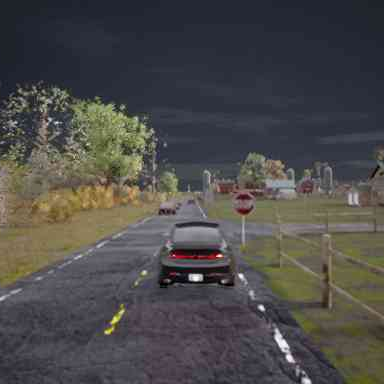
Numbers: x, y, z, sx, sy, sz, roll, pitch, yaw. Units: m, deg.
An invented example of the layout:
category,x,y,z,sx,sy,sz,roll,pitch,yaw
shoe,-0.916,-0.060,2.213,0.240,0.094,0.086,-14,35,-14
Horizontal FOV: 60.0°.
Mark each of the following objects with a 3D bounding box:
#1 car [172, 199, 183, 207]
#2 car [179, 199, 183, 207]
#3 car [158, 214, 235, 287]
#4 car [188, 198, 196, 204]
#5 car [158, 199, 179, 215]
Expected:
category,x,y,z,sx,sy,sz,roll,pitch,yaw
car,-2.841,2.088,64.460,1.837,1.490,4.892,0,0,1
car,-2.877,1.956,49.844,2.128,1.511,4.902,0,0,0
car,0.170,1.603,9.570,1.837,1.490,4.892,0,0,2
car,-0.067,2.199,79.555,1.837,1.490,4.892,0,0,0
car,-2.879,1.854,39.349,1.882,1.535,5.008,0,0,0
